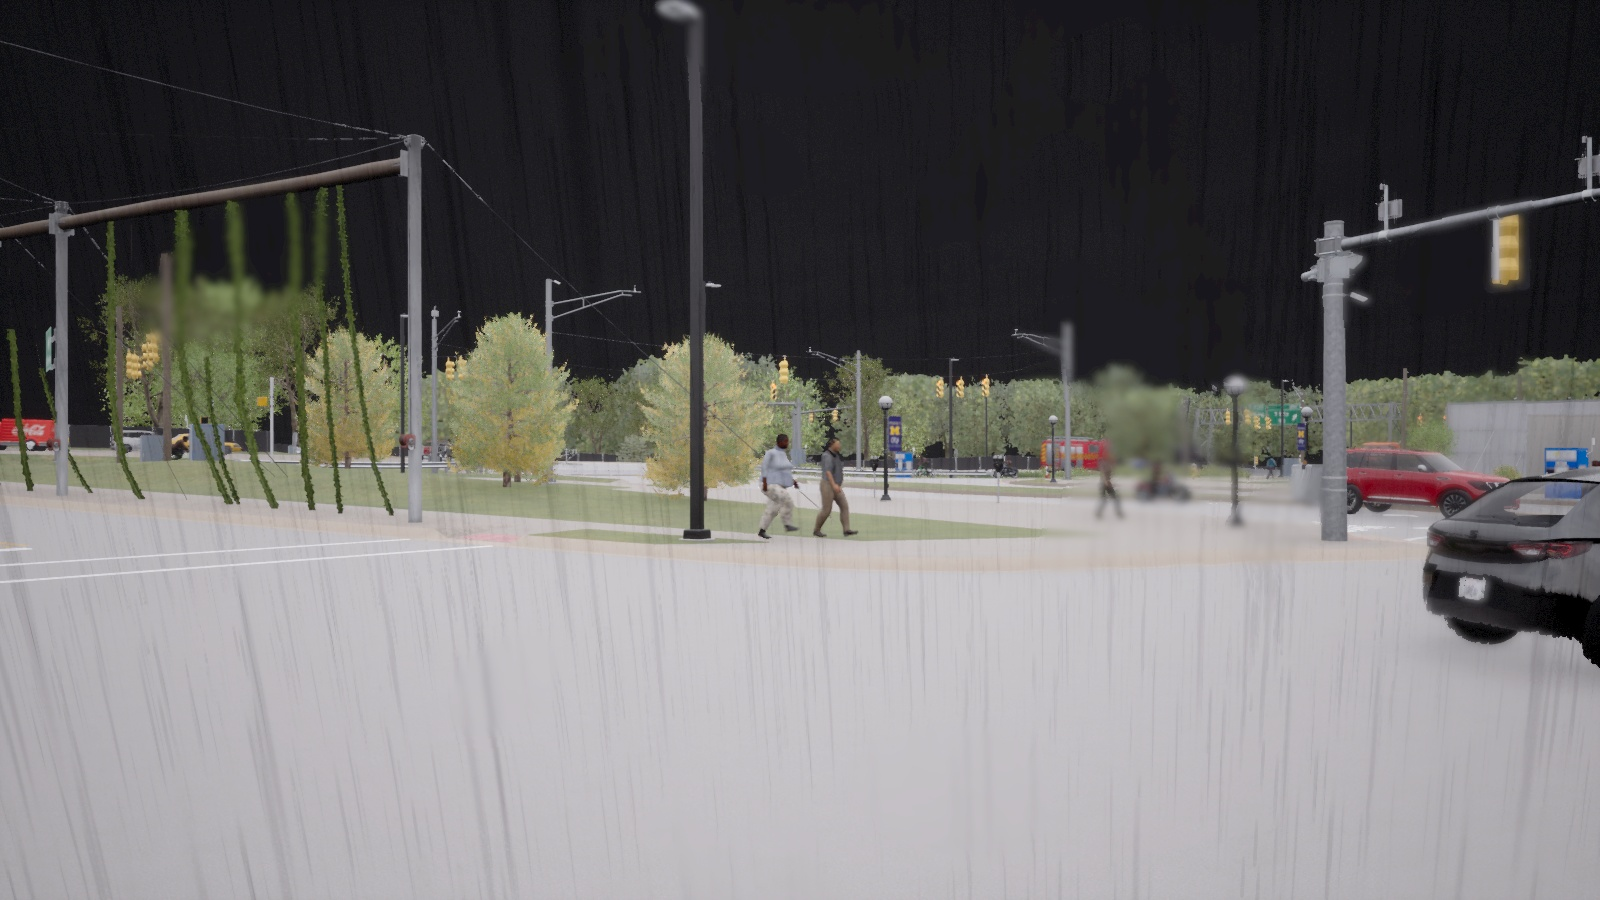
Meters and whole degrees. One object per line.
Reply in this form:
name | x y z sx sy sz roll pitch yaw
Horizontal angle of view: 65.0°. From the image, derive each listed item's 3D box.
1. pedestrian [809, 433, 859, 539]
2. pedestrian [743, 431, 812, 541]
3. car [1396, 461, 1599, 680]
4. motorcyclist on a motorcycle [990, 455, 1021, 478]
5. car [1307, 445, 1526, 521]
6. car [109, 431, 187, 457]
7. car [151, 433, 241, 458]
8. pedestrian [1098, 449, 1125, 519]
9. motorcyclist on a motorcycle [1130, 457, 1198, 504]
pedestrian | 0.612 0.636 22.327 0.694 1.848 0.540 0 0 33
pedestrian | -0.390 0.612 21.805 0.900 1.855 0.874 0 0 25
car | 7.125 0.819 9.727 4.193 1.474 1.816 -1 -1 -7
motorcyclist on a motorcycle | 14.897 1.223 90.970 2.350 1.649 0.766 1 -1 -33
car | 18.649 0.938 38.240 2.150 2.045 5.566 0 1 -38
car | -45.678 -0.407 88.024 4.611 1.667 2.242 1 -1 -34
car | -41.581 -0.281 86.545 5.366 1.575 1.801 1 -1 -34
pedestrian | 8.305 0.906 33.529 0.331 1.846 0.634 0 0 -34
motorcyclist on a motorcycle | 13.129 1.083 45.398 0.766 1.649 2.350 0 -1 -38
